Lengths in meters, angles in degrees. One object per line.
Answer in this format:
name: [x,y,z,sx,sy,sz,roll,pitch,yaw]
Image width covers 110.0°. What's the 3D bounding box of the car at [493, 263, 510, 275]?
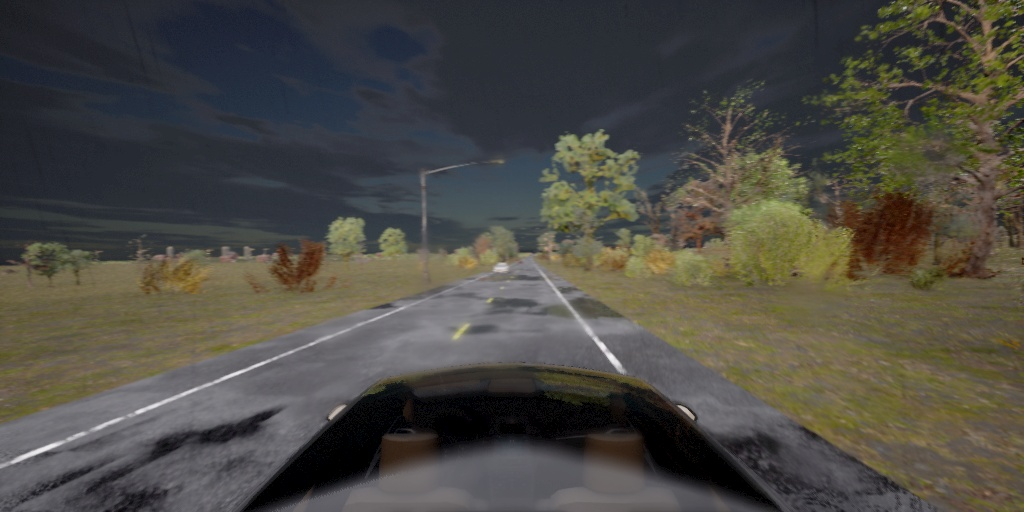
car: [-1.358,1.665,47.217,1.812,1.442,4.674,-2,-1,3]
